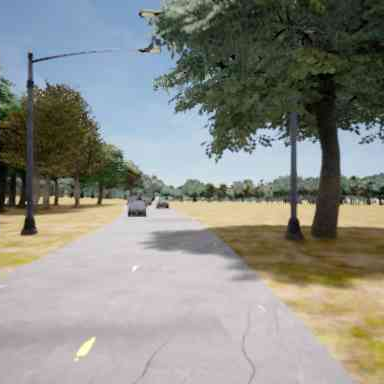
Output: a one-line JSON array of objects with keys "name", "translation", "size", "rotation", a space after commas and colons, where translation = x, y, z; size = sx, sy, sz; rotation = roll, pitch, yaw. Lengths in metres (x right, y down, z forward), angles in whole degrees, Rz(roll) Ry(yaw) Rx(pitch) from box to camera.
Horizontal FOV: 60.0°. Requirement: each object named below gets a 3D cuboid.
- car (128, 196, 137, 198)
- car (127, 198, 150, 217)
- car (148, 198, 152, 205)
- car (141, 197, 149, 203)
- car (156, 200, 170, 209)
[{"name": "car", "translation": [-13.253, 1.822, 73.881], "size": [2.150, 2.045, 5.566], "rotation": [1, -1, -12]}, {"name": "car", "translation": [-5.522, 1.694, 33.819], "size": [1.882, 1.535, 5.008], "rotation": [1, -1, -8]}, {"name": "car", "translation": [-9.560, 2.068, 71.314], "size": [2.128, 1.511, 4.902], "rotation": [0, -1, -12]}, {"name": "car", "translation": [-12.564, 2.228, 89.038], "size": [1.882, 1.535, 5.008], "rotation": [0, -1, -5]}, {"name": "car", "translation": [-4.691, 1.971, 53.369], "size": [1.812, 1.442, 4.674], "rotation": [1, -1, -12]}]
